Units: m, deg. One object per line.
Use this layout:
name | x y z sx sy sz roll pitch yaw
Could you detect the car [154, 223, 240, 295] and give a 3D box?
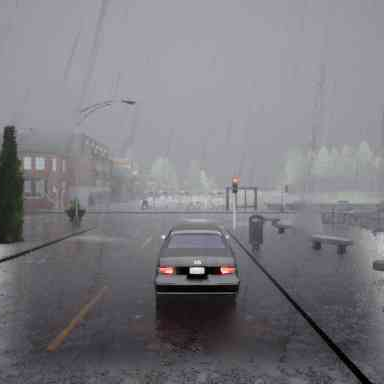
car | 0.098 1.547 8.855 2.033 1.411 5.357 0 0 0
